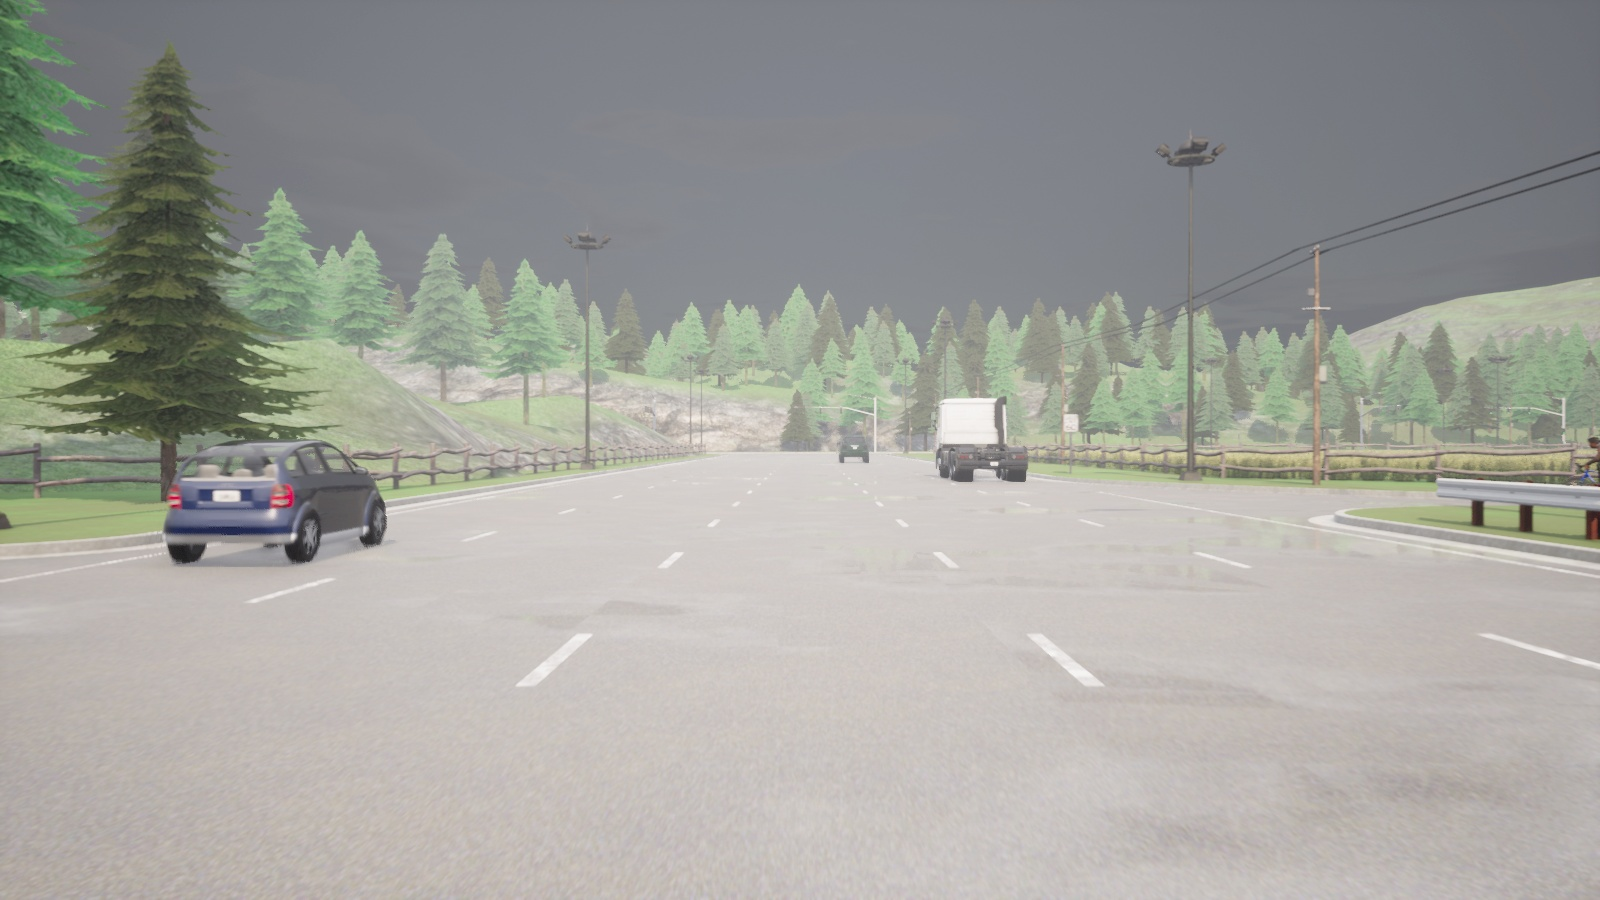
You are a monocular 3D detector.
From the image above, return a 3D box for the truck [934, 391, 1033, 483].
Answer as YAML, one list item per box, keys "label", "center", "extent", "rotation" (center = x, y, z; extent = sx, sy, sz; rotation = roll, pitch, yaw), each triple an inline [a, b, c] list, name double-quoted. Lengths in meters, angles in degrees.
- label: "truck"
  center: [7.304, -0.517, 51.063]
  extent: [2.891, 3.462, 7.936]
  rotation: [0, 0, 0]

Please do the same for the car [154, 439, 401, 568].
- label: "car"
  center: [-6.889, 0.626, 16.997]
  extent: [1.789, 1.549, 3.705]
  rotation: [0, 1, 0]

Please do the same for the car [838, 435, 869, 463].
- label: "car"
  center: [4.052, -0.069, 95.297]
  extent: [2.150, 2.045, 5.566]
  rotation: [0, 0, 0]

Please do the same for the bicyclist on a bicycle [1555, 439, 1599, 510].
- label: "bicyclist on a bicycle"
  center: [18.216, 0.552, 28.632]
  extent: [1.656, 1.620, 0.582]
  rotation: [0, -1, 39]
